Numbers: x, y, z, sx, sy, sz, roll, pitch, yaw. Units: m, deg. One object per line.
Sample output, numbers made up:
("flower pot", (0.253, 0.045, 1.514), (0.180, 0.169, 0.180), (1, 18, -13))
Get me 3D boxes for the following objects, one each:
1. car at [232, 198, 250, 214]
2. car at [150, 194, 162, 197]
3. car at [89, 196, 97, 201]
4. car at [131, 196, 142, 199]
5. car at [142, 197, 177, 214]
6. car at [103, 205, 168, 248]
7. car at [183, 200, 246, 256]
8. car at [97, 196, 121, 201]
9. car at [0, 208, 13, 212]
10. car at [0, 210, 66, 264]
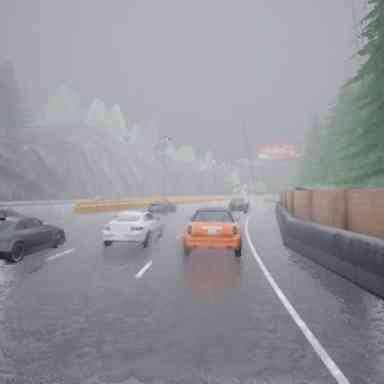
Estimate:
("car", (5.344, 1.441, 37.400), (2.097, 1.767, 4.553), (0, 0, 15))
("car", (-7.470, 1.181, 68.172), (2.097, 1.767, 4.553), (0, 0, 17))
("car", (-18.855, 1.541, 66.861), (1.812, 1.442, 4.674), (0, 0, 17))
("car", (-11.288, 1.610, 67.665), (1.812, 1.442, 4.674), (0, 0, 17))
("car", (-2.904, 1.537, 33.413), (2.128, 1.511, 4.902), (0, 0, 13))
("car", (-2.501, 1.541, 14.864), (1.812, 1.442, 4.674), (0, 0, 6))
("car", (0.883, 1.380, 13.548), (2.097, 1.767, 4.553), (0, 0, 5))
("car", (-15.747, 1.580, 65.073), (2.033, 1.411, 5.357), (0, 0, 17))
("car", (-9.423, 1.491, 15.884), (1.837, 1.490, 4.892), (0, 0, 6))
("car", (-6.282, 1.557, 11.947), (1.994, 1.385, 4.181), (0, 0, 5))
